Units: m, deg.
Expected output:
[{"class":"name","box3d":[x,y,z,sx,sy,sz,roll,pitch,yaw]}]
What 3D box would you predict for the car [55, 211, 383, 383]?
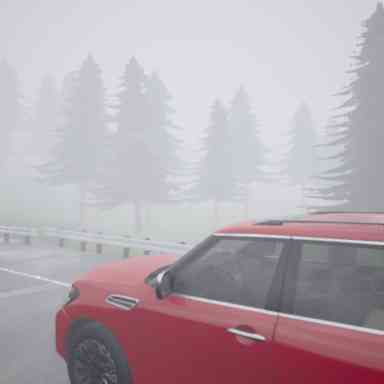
[{"class":"car","box3d":[1.067,1.213,3.149,5.566,2.045,2.150,0,0,35]}]
